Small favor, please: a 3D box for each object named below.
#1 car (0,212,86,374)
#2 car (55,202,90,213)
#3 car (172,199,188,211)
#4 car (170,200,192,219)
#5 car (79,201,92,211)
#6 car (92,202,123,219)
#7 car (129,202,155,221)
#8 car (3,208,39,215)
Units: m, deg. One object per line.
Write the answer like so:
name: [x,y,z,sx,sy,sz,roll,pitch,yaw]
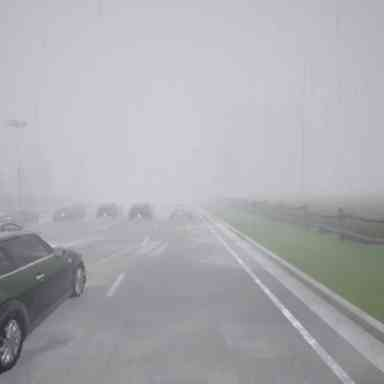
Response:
car: [-3.478,1.479,5.917,2.097,1.767,4.553,-2,0,-2]
car: [-11.479,1.979,31.397,1.994,1.385,4.181,-2,0,-2]
car: [-1.488,1.624,41.983,1.895,1.301,4.718,-2,0,-2]
car: [-0.989,1.539,29.227,1.812,1.442,4.674,-2,0,-2]
car: [-15.697,2.070,47.787,1.837,1.490,4.892,-2,1,-3]
car: [-8.031,1.788,32.671,1.837,1.490,4.892,-2,0,-2]
car: [-4.399,1.651,29.329,1.837,1.490,4.892,-2,1,-2]
car: [-14.882,2.111,28.931,1.994,1.385,4.181,-2,0,-2]
